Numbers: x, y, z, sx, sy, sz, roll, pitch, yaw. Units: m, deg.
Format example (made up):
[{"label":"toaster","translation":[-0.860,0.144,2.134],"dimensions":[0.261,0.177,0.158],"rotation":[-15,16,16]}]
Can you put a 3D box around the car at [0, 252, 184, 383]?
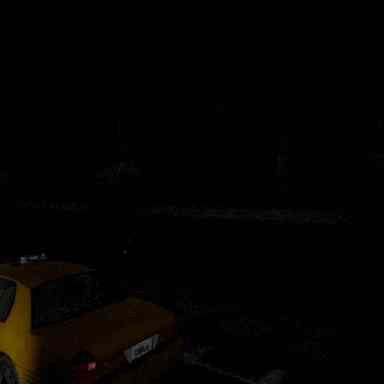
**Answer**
[{"label":"car","translation":[-2.375,1.525,4.660],"dimensions":[4.829,1.417,1.752],"rotation":[0,0,36]}]
